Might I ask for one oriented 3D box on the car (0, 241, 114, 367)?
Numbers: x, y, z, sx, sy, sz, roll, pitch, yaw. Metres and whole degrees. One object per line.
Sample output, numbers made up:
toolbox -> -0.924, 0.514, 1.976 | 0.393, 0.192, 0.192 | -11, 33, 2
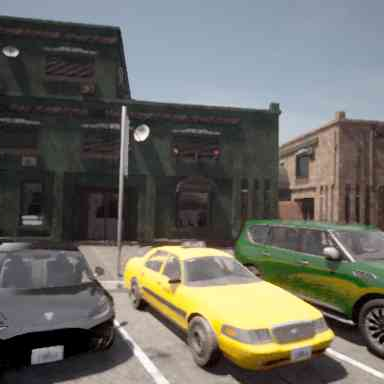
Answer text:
car -> -2.909, 1.735, 6.314 | 2.163, 1.488, 4.792 | 4, -4, -28

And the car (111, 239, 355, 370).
car -> 0.140, 1.800, 6.580 | 1.946, 1.575, 5.366 | 4, -4, -28

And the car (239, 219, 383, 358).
car -> 3.055, 1.665, 7.148 | 2.435, 2.045, 5.566 | 4, -4, -28
